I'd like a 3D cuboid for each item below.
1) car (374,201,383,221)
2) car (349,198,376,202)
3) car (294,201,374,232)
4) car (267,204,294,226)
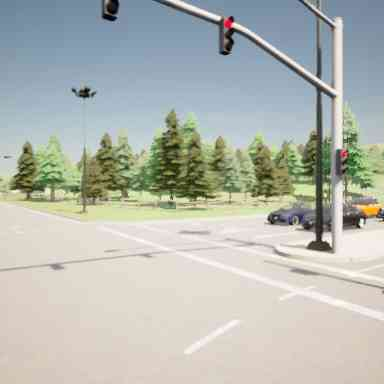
[{"bbox_3d":[16.499,1.521,25.583,5.357,1.411,2.033,0,0,-36],"label":"car"},{"bbox_3d":[14.143,1.326,28.197,4.553,1.767,2.097,0,0,-35],"label":"car"},{"bbox_3d":[8.569,1.488,19.930,4.892,1.490,1.837,0,0,-36],"label":"car"},{"bbox_3d":[7.220,1.546,23.253,4.181,1.385,1.994,0,0,-35],"label":"car"}]
